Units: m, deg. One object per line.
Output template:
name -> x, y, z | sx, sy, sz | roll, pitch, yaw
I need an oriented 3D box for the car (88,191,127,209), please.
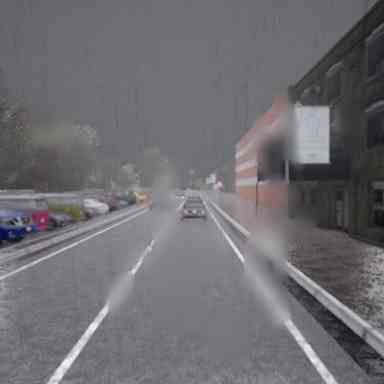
car -> -9.223, 1.025, 33.106 | 4.553, 1.767, 2.185 | 0, 1, 0

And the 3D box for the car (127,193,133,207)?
car -> -9.178, 1.134, 35.934 | 4.674, 1.452, 2.002 | 0, 1, 0

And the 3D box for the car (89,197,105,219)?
car -> -9.243, 1.357, 24.624 | 4.674, 1.452, 2.002 | 0, 1, 0

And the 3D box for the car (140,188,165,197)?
car -> -8.919, 0.035, 75.479 | 5.566, 2.045, 2.435 | 0, 1, 0

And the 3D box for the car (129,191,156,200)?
car -> -9.031, 0.621, 61.360 | 4.674, 1.452, 2.002 | 0, 1, 0

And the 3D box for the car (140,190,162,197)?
car -> -8.961, 0.387, 72.661 | 4.674, 1.452, 2.002 | 0, 1, 0

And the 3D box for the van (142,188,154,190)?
van -> -9.178, 0.469, 55.705 | 4.442, 1.987, 1.878 | 0, 1, 0

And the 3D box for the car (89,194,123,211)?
car -> -9.202, 1.208, 30.283 | 5.008, 1.535, 2.097 | 0, 1, 0

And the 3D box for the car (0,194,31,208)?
car -> -21.734, 1.038, 38.769 | 4.892, 1.521, 2.231 | 0, 1, 0

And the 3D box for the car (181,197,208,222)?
car -> 0.178, 1.346, 24.606 | 2.033, 1.411, 5.357 | 0, 1, 0

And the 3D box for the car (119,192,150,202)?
car -> -9.075, 0.792, 52.884 | 4.674, 1.452, 2.002 | 0, 1, 0

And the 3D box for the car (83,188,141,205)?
car -> -9.187, 0.786, 38.753 | 5.566, 2.045, 2.435 | 0, 1, 0

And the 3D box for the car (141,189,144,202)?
car -> -9.157, 0.797, 44.406 | 4.553, 1.767, 2.185 | 0, 1, 0

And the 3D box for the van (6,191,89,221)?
van -> -9.374, 1.123, 21.665 | 4.442, 1.987, 1.878 | 0, 0, 0

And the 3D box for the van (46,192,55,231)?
van -> -9.406, 1.141, 16.134 | 4.442, 1.987, 1.878 | 0, 0, 0

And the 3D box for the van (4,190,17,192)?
van -> -21.863, 0.868, 35.941 | 4.442, 1.987, 1.878 | 0, 1, 0

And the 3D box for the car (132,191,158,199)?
car -> -9.010, 0.564, 64.185 | 4.674, 1.452, 2.002 | 0, 1, 0

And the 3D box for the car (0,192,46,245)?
car -> -9.277, 1.123, 13.308 | 5.566, 2.045, 2.435 | 0, 0, 0

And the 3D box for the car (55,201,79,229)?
car -> -9.275, 1.400, 18.960 | 4.674, 1.452, 2.002 | 0, 0, 0

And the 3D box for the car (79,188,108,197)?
car -> -21.510, 0.099, 72.515 | 5.566, 2.045, 2.435 | 0, 1, 0

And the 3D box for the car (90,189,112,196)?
car -> -21.441, 0.092, 78.296 | 4.553, 1.767, 2.185 | 0, 1, 0

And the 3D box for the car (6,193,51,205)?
car -> -21.700, 0.926, 44.290 | 5.008, 1.535, 2.097 | 0, 1, 0

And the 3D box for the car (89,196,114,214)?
car -> -9.221, 1.305, 27.458 | 4.674, 1.452, 2.002 | 0, 1, 0

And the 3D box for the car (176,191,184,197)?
car -> -2.610, 0.426, 75.706 | 1.994, 1.385, 4.181 | 0, 1, 1

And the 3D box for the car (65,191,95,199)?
car -> -21.577, 0.525, 64.176 | 4.892, 1.521, 2.231 | 0, 1, 0

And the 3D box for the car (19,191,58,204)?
car -> -21.710, 0.743, 47.111 | 4.553, 1.767, 2.185 | 0, 1, 0

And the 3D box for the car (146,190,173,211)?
car -> -3.195, 0.997, 34.658 | 2.097, 1.767, 4.553 | 0, 1, 1

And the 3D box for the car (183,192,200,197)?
car -> 0.305, 1.018, 41.232 | 2.128, 1.511, 4.902 | 0, 1, 1

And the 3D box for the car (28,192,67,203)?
car -> -21.658, 0.812, 49.936 | 5.008, 1.535, 2.097 | 0, 1, 0

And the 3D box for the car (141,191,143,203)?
car -> -9.328, 0.977, 41.584 | 5.366, 1.575, 1.946 | 0, 1, 0

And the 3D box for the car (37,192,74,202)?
car -> -21.651, 0.755, 52.759 | 5.008, 1.535, 2.097 | 0, 1, 0

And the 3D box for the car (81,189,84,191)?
car -> -21.609, 0.638, 58.529 | 5.008, 1.535, 2.097 | 0, 1, 0

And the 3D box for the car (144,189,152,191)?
car -> -9.279, 0.806, 50.060 | 5.366, 1.575, 1.946 | 0, 1, 0

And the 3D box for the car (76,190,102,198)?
car -> -21.559, 0.409, 69.822 | 4.892, 1.521, 2.231 | 0, 1, 0

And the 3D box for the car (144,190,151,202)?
car -> -8.924, 0.863, 47.232 | 5.366, 1.575, 1.946 | 0, 1, 0
